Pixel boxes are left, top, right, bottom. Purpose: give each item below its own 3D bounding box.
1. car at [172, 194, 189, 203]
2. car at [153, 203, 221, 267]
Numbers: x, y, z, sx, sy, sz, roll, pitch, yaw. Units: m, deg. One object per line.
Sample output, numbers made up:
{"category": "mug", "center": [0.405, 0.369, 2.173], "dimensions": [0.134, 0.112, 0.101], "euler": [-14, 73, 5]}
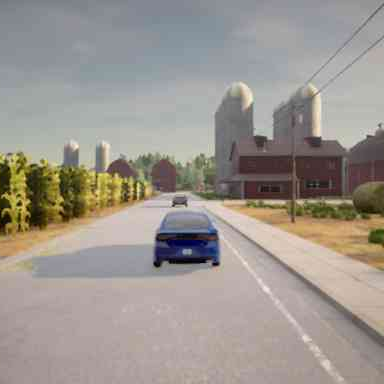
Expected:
{"category": "car", "center": [-1.448, 1.002, 41.121], "dimensions": [2.128, 1.511, 4.902], "euler": [0, 1, -2]}
{"category": "car", "center": [-0.200, 1.346, 10.957], "dimensions": [1.882, 1.535, 5.008], "euler": [0, 1, -2]}
